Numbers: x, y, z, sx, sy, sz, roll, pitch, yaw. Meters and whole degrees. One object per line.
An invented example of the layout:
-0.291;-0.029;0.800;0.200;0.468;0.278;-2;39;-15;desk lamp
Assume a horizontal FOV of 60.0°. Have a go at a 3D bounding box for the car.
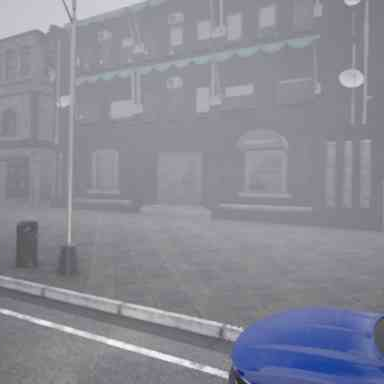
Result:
2.707;1.564;2.344;5.008;1.535;1.882;2;0;26;car
